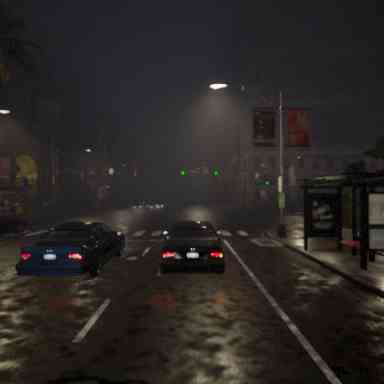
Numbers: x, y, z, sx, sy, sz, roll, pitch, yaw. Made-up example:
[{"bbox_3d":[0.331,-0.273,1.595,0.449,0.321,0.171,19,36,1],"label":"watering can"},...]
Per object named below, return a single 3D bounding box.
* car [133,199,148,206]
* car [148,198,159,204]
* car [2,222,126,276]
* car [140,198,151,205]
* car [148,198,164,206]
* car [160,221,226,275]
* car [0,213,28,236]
[{"bbox_3d":[-11.062,2.275,69.841,2.033,1.411,5.357,0,-1,0],"label":"car"},{"bbox_3d":[-10.379,2.447,90.031,1.837,1.490,4.892,0,-1,9],"label":"car"},{"bbox_3d":[-3.496,1.661,10.653,2.033,1.411,5.357,0,-1,0],"label":"car"},{"bbox_3d":[-11.141,2.318,79.819,1.882,1.535,5.008,0,-1,0],"label":"car"},{"bbox_3d":[-7.560,2.256,69.598,1.812,1.442,4.674,0,-1,0],"label":"car"},{"bbox_3d":[0.004,1.663,10.861,2.033,1.411,5.357,0,-1,0],"label":"car"},{"bbox_3d":[-10.734,1.789,17.736,1.895,1.301,4.718,0,-1,0],"label":"car"}]
